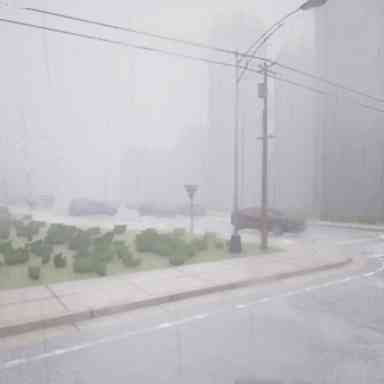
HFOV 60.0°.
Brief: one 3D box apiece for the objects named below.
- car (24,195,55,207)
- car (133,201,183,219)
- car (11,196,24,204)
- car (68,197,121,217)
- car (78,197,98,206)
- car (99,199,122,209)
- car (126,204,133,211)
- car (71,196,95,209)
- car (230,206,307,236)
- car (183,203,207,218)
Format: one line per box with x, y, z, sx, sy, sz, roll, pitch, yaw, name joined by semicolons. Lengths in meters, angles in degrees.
-23.572;1.381;52.118;3.866;1.878;1.905;1;0;-35;car
-3.248;1.618;30.639;1.882;1.535;5.008;1;0;-36;car
-31.840;1.555;62.784;4.193;1.474;1.816;1;0;-35;car
-9.565;1.570;32.377;4.611;1.667;2.242;1;0;-35;car
-17.999;1.628;57.344;1.882;1.535;5.008;1;0;-36;car
-12.148;1.724;49.283;1.994;1.385;4.181;1;0;-35;car
-6.511;1.771;41.487;1.895;1.301;4.718;1;0;-35;car
-15.929;1.470;48.422;2.097;1.767;4.553;1;0;-35;car
4.450;1.631;19.919;1.882;1.535;5.008;1;0;-36;car
-0.358;1.745;32.937;1.994;1.385;4.181;1;0;-36;car
